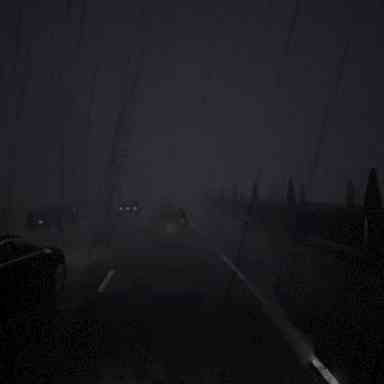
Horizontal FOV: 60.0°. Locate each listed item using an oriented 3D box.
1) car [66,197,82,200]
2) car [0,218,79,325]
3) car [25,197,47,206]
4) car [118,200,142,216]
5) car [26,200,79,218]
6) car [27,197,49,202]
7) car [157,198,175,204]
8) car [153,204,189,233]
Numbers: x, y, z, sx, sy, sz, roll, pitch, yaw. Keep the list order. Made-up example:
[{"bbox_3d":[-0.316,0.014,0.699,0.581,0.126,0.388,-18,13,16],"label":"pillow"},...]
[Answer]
[{"bbox_3d":[-18.348,1.461,51.685,2.128,1.511,4.902,0,0,-5],"label":"car"},{"bbox_3d":[-3.773,1.492,5.896,2.128,1.511,4.902,0,0,-3],"label":"car"},{"bbox_3d":[-25.629,1.546,54.769,1.994,1.385,4.181,0,0,-5],"label":"car"},{"bbox_3d":[-5.884,1.515,31.806,2.033,1.411,5.357,0,0,-5],"label":"car"},{"bbox_3d":[-8.403,1.468,20.455,1.882,1.535,5.008,0,0,-5],"label":"car"},{"bbox_3d":[-21.485,1.509,47.350,1.812,1.442,4.674,0,0,-5],"label":"car"},{"bbox_3d":[-3.174,1.451,40.901,1.837,1.490,4.892,0,0,-5],"label":"car"},{"bbox_3d":[-1.279,1.575,19.333,1.895,1.301,4.718,0,0,-5],"label":"car"}]
